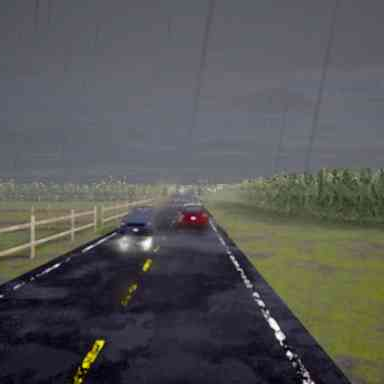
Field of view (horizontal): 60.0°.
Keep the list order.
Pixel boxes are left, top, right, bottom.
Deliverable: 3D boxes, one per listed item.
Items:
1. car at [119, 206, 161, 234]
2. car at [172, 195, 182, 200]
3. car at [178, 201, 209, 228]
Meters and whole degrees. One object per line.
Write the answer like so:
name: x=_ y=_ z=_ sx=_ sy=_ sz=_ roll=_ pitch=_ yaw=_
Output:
car: x=-2.849 y=1.534 z=19.481 sx=2.033 sy=1.411 sz=5.357 roll=0 pitch=0 yaw=0
car: x=-2.739 y=1.085 z=60.622 sx=1.812 sy=1.442 sz=4.674 roll=0 pitch=0 yaw=0
car: x=0.098 y=1.548 z=21.933 sx=1.994 sy=1.385 sz=4.181 roll=0 pitch=0 yaw=1
